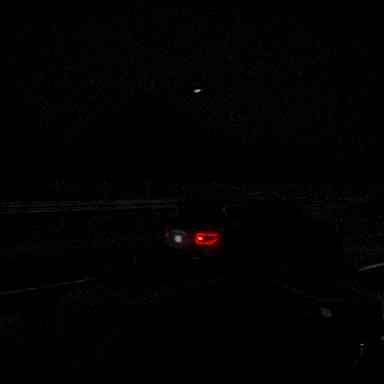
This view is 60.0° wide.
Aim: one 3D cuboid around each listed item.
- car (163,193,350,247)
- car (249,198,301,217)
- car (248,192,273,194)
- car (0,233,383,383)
[{"bbox_3d":[1.868,1.173,9.337,5.566,2.045,2.150,0,0,-35],"label":"car"},{"bbox_3d":[7.662,1.353,30.615,4.892,1.490,1.837,0,0,-34],"label":"car"},{"bbox_3d":[6.628,1.061,34.151,5.566,2.045,2.150,0,0,-34],"label":"car"},{"bbox_3d":[0.098,1.531,3.802,5.357,1.411,2.033,0,0,-35],"label":"car"}]
